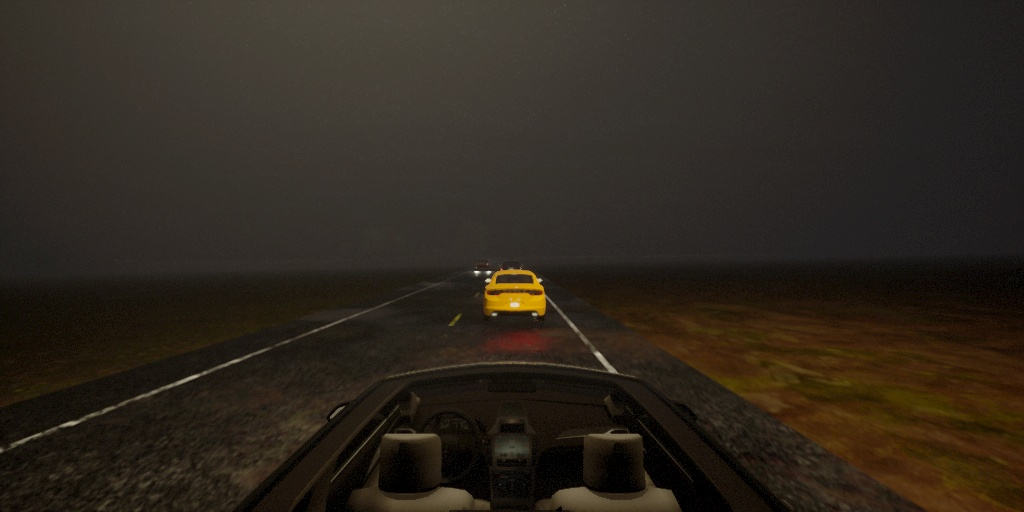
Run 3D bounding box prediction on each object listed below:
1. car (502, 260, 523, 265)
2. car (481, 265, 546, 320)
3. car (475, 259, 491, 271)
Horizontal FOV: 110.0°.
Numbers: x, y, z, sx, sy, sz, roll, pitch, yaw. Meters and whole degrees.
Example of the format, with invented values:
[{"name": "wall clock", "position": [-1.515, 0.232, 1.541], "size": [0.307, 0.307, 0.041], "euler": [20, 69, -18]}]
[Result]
[{"name": "car", "position": [-0.067, 1.130, 30.809], "size": [2.097, 1.767, 4.553], "euler": [0, 0, -1]}, {"name": "car", "position": [0.070, 1.235, 12.664], "size": [1.882, 1.535, 5.008], "euler": [0, 0, 0]}, {"name": "car", "position": [-4.012, 1.163, 50.223], "size": [2.097, 1.767, 4.553], "euler": [0, 0, -1]}]
